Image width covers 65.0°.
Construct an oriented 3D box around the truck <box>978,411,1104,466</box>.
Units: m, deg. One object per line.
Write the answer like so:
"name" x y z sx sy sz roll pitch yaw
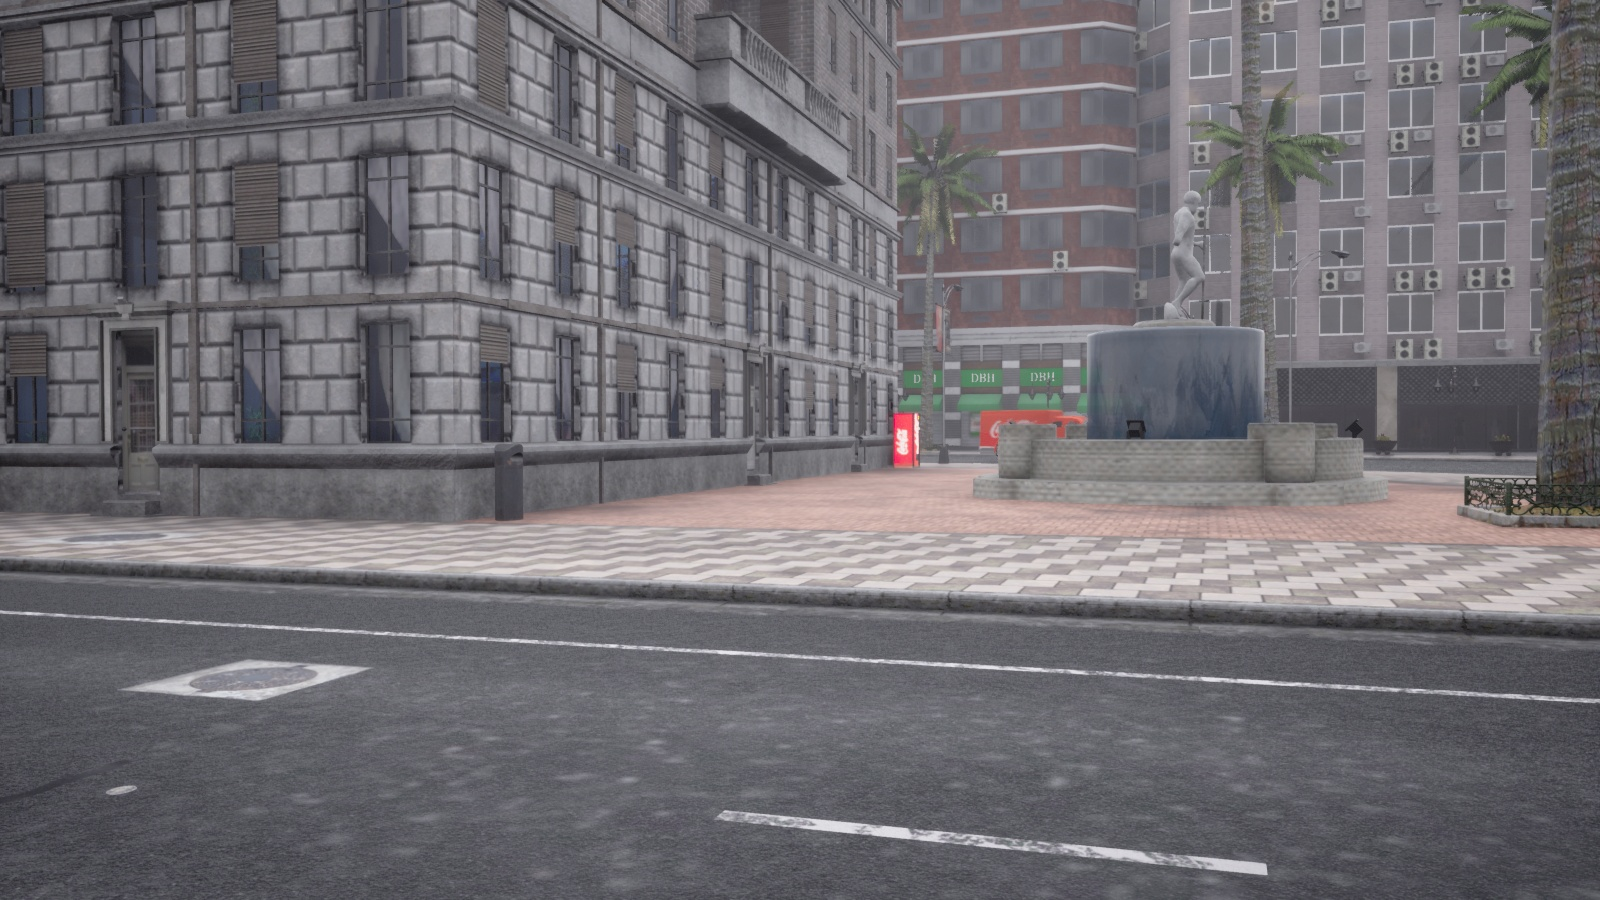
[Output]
"truck" 11.313 -0.561 58.892 5.204 2.467 2.627 1 1 30
